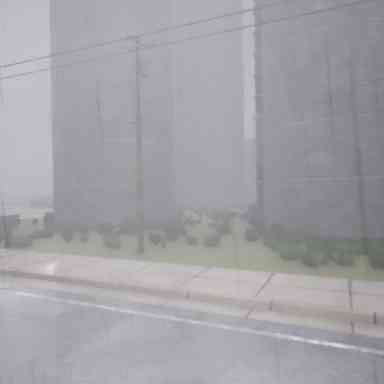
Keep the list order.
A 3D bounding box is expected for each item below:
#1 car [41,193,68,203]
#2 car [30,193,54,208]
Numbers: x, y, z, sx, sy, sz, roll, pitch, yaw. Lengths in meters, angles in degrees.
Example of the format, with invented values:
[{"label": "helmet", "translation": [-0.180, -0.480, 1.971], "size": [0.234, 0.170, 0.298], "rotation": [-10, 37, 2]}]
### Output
[{"label": "car", "translation": [-25.691, 1.102, 62.044], "size": [4.605, 1.855, 1.932], "rotation": [-1, 1, 24]}, {"label": "car", "translation": [-19.155, 1.348, 43.895], "size": [4.611, 1.667, 2.242], "rotation": [-1, 1, 24]}]
